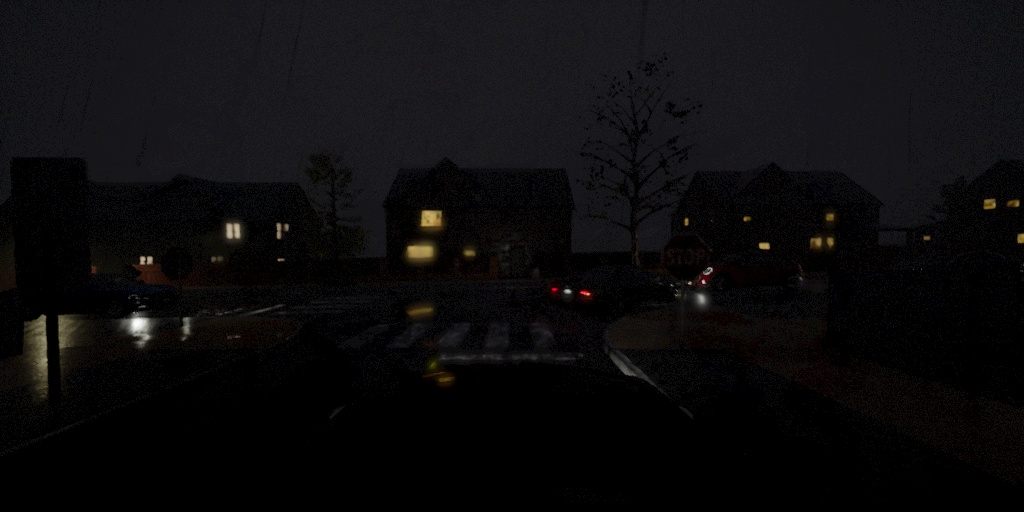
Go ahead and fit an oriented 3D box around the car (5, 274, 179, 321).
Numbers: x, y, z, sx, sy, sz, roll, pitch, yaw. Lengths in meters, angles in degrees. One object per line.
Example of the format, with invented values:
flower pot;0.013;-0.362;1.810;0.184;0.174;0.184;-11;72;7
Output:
car;-15.086;1.384;13.058;5.008;1.535;1.882;-1;2;0

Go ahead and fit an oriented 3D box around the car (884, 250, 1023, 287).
car;19.611;0.492;16.019;4.902;1.511;2.128;-1;2;0

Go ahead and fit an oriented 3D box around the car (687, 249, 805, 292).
car;10.177;0.574;16.014;4.553;1.767;2.097;-1;2;0

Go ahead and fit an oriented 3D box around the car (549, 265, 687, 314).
car;3.702;1.033;12.502;5.357;1.411;2.033;-3;2;-38

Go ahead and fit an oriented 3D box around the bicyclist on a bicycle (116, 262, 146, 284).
bicyclist on a bicycle;-20.153;1.150;18.898;0.582;1.620;1.656;-1;2;0
